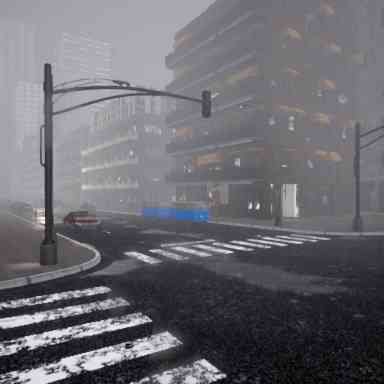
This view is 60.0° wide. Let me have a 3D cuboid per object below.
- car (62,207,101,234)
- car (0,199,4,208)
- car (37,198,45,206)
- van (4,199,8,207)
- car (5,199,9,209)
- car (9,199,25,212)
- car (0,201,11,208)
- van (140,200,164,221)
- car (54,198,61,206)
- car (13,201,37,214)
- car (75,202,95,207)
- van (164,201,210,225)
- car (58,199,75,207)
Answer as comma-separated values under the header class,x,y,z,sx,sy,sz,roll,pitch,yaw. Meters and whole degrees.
class,x,y,z,sx,sy,sz,roll,pitch,yaw
car,-7.263,1.874,21.687,1.802,1.307,4.206,-1,0,-33
car,-38.049,2.345,68.489,2.192,1.841,5.009,-1,0,-33
car,-34.114,2.388,77.743,2.192,1.841,5.009,-1,0,-33
van,-31.877,2.223,59.138,1.690,1.788,3.998,-1,0,-33
car,-28.796,2.359,54.457,2.008,1.369,4.403,-1,0,-33
car,-25.723,2.174,49.775,1.967,1.590,4.097,-1,0,-33
car,-41.134,2.655,73.160,2.008,1.369,4.403,-1,0,-33
van,-3.353,1.675,30.929,1.690,1.788,3.998,-1,0,-33
car,-27.962,2.239,68.380,2.192,1.841,5.009,-1,0,-33
car,-22.644,2.242,45.094,1.802,1.307,4.206,-1,0,-33
car,-15.652,2.211,49.654,1.802,1.307,4.206,-1,0,-33
van,-0.277,1.601,26.247,1.690,1.788,3.998,-1,0,-33
car,-21.899,2.304,59.159,1.752,1.417,4.829,-1,0,-33
